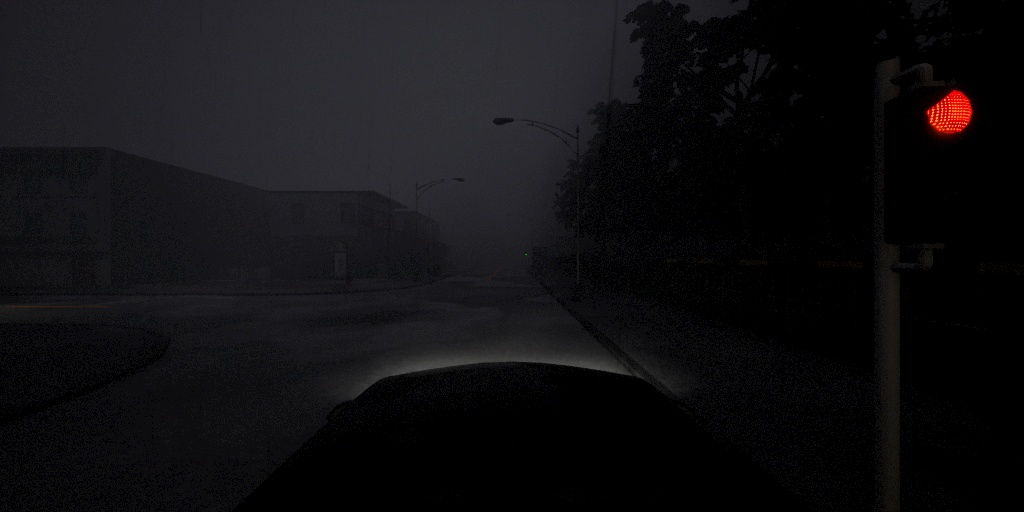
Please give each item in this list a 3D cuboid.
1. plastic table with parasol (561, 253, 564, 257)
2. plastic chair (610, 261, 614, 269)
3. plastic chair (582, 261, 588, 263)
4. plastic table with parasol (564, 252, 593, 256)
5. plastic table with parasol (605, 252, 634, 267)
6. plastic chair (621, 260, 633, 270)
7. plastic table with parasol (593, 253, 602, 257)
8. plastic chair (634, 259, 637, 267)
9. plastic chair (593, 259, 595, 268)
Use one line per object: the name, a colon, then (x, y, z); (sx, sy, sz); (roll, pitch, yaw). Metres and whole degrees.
plastic table with parasol: (10.723, 0.705, 62.374); (2.482, 2.480, 2.482); (0, 0, -40)
plastic chair: (14.350, 1.306, 50.290); (0.730, 1.272, 0.750); (0, 0, -35)
plastic chair: (10.738, 1.310, 52.936); (0.750, 1.272, 0.730); (0, 0, -40)
plastic table with parasol: (10.007, 0.684, 53.933); (2.482, 2.480, 2.482); (0, 0, -40)
plastic table with parasol: (15.324, 0.694, 51.191); (2.482, 2.480, 2.482); (0, 0, -40)
plastic chair: (16.056, 1.296, 50.192); (0.750, 1.272, 0.730); (0, 0, -40)
plastic table with parasol: (14.707, 0.673, 59.405); (2.482, 2.480, 2.482); (0, 0, -42)
plastic chair: (18.680, 1.161, 54.638); (0.750, 1.272, 0.730); (0, 0, -39)
plastic chair: (13.755, 1.304, 58.518); (0.730, 1.272, 0.750); (0, 0, -35)
